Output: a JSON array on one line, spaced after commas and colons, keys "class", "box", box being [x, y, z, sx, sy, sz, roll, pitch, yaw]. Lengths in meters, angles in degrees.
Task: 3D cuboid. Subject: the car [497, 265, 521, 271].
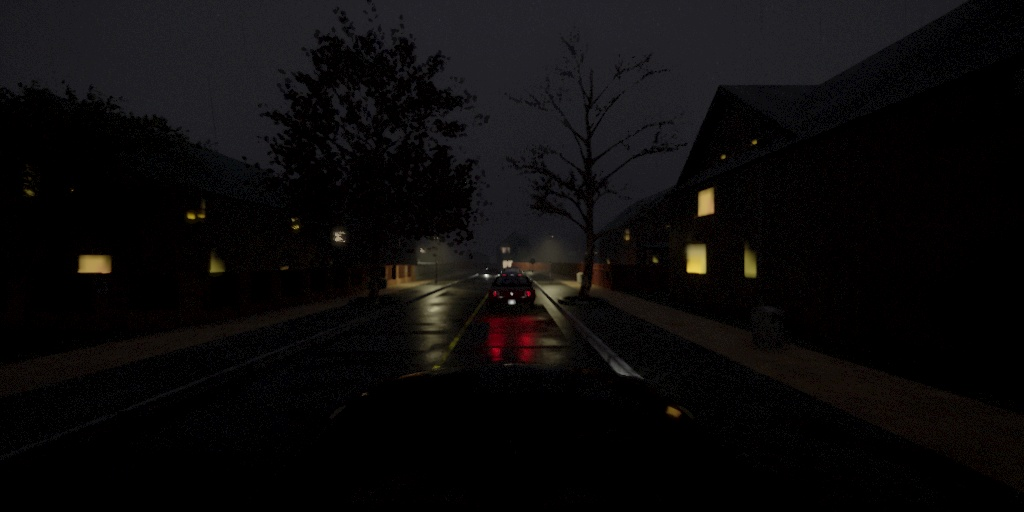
[{"class": "car", "box": [-0.001, 1.635, 30.839, 2.033, 1.411, 5.357, 0, -1, 0]}]

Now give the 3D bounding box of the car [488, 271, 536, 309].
[{"class": "car", "box": [0.000, 1.498, 15.954, 1.895, 1.301, 4.718, 0, -1, 0]}]

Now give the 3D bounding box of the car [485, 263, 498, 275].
[{"class": "car", "box": [-2.755, 1.777, 52.521, 2.097, 1.767, 4.553, 0, -1, 0]}]
